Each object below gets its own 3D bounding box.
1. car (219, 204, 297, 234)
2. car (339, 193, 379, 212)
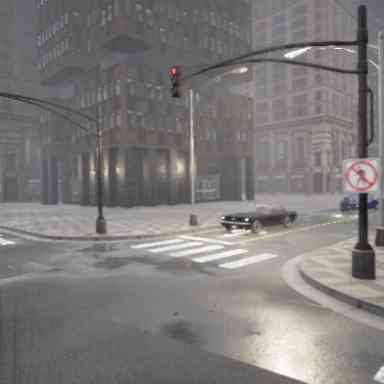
[{"bbox_3d":[3.558,1.316,17.476,4.718,1.301,1.895,-2,2,-45],"label":"car"},{"bbox_3d":[14.067,0.861,27.884,5.008,1.535,1.882,-2,2,-45],"label":"car"}]
